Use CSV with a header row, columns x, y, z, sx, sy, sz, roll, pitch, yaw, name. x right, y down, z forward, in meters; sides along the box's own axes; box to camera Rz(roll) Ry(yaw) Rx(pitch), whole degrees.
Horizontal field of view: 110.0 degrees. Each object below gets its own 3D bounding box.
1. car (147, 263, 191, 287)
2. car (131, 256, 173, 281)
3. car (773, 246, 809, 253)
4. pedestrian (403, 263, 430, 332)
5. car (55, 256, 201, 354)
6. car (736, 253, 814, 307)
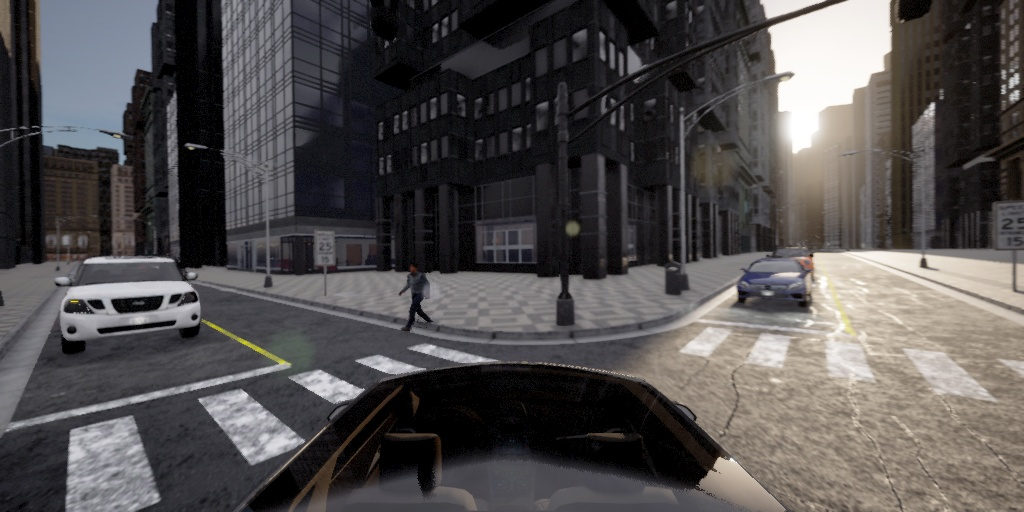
x,y,z,sx,sy,sz,roll,pitch,yaw,name
-25.338,1.346,26.441,4.892,1.490,1.837,0,1,40,car
-33.339,1.082,33.139,5.566,2.045,2.150,0,1,39,car
15.739,0.281,20.348,2.097,1.767,4.553,0,2,40,car
-2.480,1.006,9.297,0.375,1.860,0.375,0,0,40,pedestrian
-10.017,1.026,9.465,5.566,2.045,2.150,0,1,41,car
9.336,0.790,12.675,1.812,1.442,4.674,0,2,42,car
